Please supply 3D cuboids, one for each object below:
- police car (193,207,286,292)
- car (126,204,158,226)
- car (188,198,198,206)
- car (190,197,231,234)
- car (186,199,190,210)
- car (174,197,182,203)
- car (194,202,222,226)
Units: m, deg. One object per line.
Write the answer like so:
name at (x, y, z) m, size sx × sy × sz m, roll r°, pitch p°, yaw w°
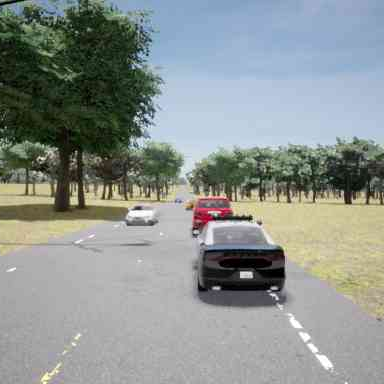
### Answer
police car at (1.076, 1.436, 9.132) m, size 1.930 × 1.638 × 5.238 m, roll 0°, pitch 0°, yaw 0°
car at (-3.531, 1.606, 24.147) m, size 1.812 × 1.442 × 4.674 m, roll 0°, pitch 0°, yaw 0°
car at (0.109, 1.959, 64.244) m, size 1.812 × 1.442 × 4.674 m, roll 0°, pitch -1°, yaw 0°
car at (1.105, 1.274, 19.056) m, size 2.150 × 2.045 × 5.566 m, roll 0°, pitch 0°, yaw 0°
car at (0.159, 1.745, 46.959) m, size 1.882 × 1.535 × 5.008 m, roll 0°, pitch -1°, yaw 1°
car at (-3.549, 2.150, 85.707) m, size 2.128 × 1.511 × 4.902 m, roll 0°, pitch -1°, yaw -1°
car at (1.122, 1.565, 25.028) m, size 1.882 × 1.535 × 5.008 m, roll 0°, pitch 0°, yaw 0°
